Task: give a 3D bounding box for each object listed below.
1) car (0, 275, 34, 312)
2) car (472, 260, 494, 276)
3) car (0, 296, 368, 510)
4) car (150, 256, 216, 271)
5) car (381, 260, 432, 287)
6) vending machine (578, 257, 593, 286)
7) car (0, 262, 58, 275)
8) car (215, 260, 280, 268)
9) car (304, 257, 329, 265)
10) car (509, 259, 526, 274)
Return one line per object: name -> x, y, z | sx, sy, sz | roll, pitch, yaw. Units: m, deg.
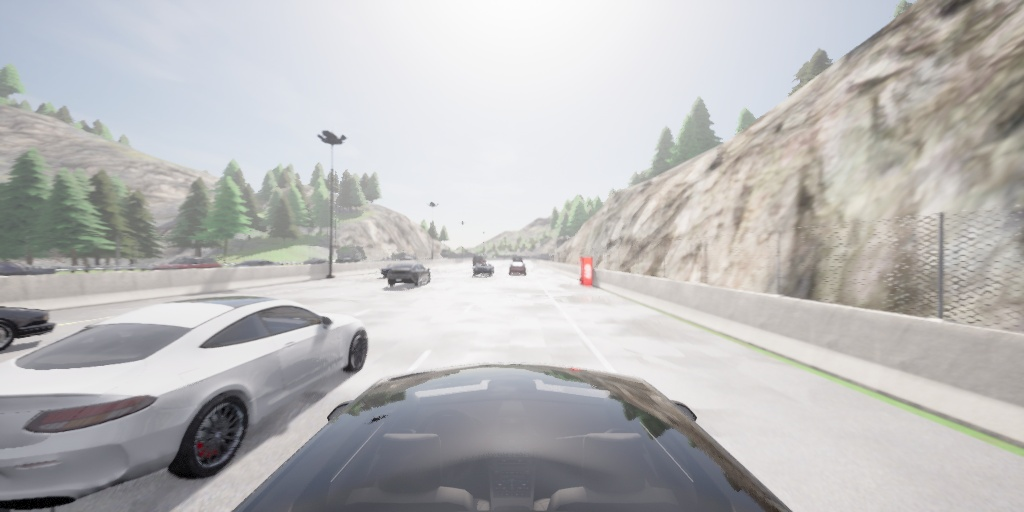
car -> -10.808, 1.176, 5.175 | 2.033, 1.411, 5.357 | 1, 0, 3
car -> -2.875, 1.353, 37.283 | 1.895, 1.301, 4.718 | 1, 0, 1
car -> -3.521, 1.238, 4.558 | 1.812, 1.442, 4.674 | 0, 0, 1
car -> -24.263, 0.847, 26.920 | 2.097, 1.767, 4.553 | 1, 0, 1
car -> -6.652, 1.199, 23.653 | 1.837, 1.490, 4.892 | 1, 0, 1
vending machine -> 5.283, 1.031, 25.690 | 1.100, 2.100, 0.880 | 0, 0, 1
car -> -27.893, 0.993, 18.877 | 2.033, 1.411, 5.357 | 1, 0, 1
car -> -20.742, 1.043, 28.902 | 1.837, 1.490, 4.892 | 1, 0, 1
car -> -30.777, 0.939, 56.544 | 2.128, 1.511, 4.902 | 1, 0, 1
car -> 0.623, 1.360, 41.272 | 1.994, 1.385, 4.181 | 1, 0, 1
